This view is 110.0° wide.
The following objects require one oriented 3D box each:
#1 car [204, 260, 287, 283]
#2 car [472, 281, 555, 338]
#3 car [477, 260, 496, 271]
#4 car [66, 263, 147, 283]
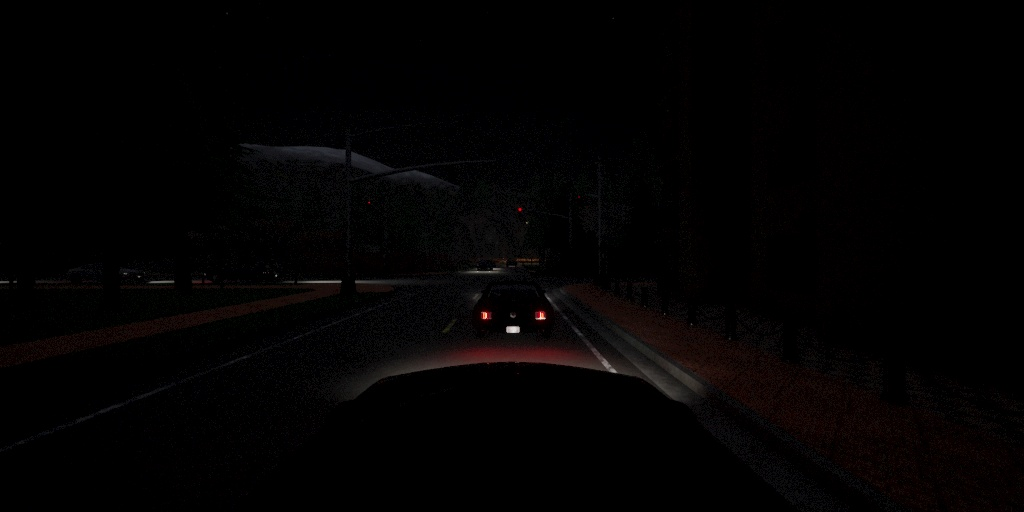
[{"bbox_3d":[-20.242,1.227,26.978,4.902,1.511,2.128,0,0,-1],"label":"car"},{"bbox_3d":[0.042,1.351,10.187,1.895,1.301,4.718,0,0,0],"label":"car"},{"bbox_3d":[-3.694,1.227,49.787,1.882,1.535,5.008,0,0,0],"label":"car"},{"bbox_3d":[-30.189,1.261,26.732,4.674,1.442,1.812,0,0,-1],"label":"car"}]
